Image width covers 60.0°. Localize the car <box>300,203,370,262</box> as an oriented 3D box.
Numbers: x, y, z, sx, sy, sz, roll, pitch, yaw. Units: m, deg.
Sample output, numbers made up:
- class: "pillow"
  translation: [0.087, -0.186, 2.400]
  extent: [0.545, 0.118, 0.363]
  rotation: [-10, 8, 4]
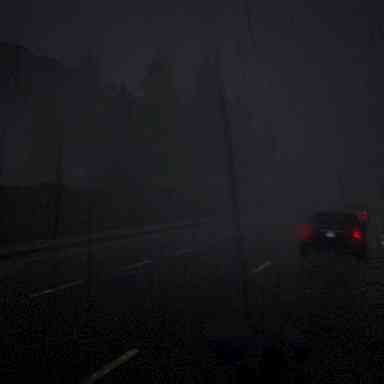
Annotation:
- class: "car"
  translation: [5.690, 1.486, 13.063]
  extent: [2.097, 1.767, 4.553]
  rotation: [0, -1, 29]
